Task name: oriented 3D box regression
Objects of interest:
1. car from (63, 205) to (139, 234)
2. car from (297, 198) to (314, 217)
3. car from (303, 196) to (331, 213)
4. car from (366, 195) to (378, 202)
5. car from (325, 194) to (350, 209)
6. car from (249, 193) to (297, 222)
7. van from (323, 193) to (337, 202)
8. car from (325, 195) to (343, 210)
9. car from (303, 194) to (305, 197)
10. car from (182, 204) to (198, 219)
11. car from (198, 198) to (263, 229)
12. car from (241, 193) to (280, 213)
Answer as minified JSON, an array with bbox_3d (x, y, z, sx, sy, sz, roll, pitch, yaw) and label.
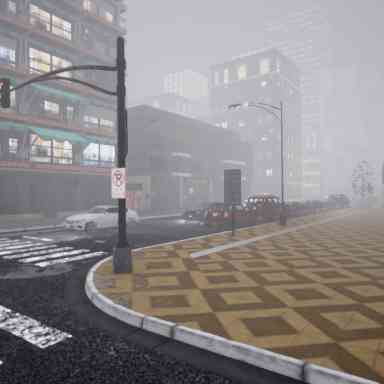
[{"bbox_3d":[-5.166,1.518,19.524,1.812,1.442,4.674,-1,-1,38],"label":"car"},{"bbox_3d":[9.113,1.471,29.747,1.802,1.307,4.206,-1,0,36],"label":"car"},{"bbox_3d":[12.425,1.422,34.254,1.887,1.381,4.507,-1,0,36],"label":"car"},{"bbox_3d":[35.612,1.334,65.800,1.887,1.381,4.507,-1,0,36],"label":"car"},{"bbox_3d":[19.048,1.168,43.268,2.192,1.841,5.009,-1,0,36],"label":"car"},{"bbox_3d":[5.798,1.216,25.241,2.192,1.841,5.009,-1,0,36],"label":"car"},{"bbox_3d":[29.262,1.230,70.467,1.690,1.788,3.998,-1,0,36],"label":"van"},{"bbox_3d":[15.738,1.416,38.760,2.008,1.369,4.403,-1,0,36],"label":"car"},{"bbox_3d":[22.538,1.440,61.317,1.752,1.417,4.829,-1,0,36],"label":"car"},{"bbox_3d":[1.445,1.516,28.456,2.033,1.411,5.357,-1,0,36],"label":"car"},{"bbox_3d":[2.487,1.353,20.734,1.967,1.590,4.097,-1,0,36],"label":"car"},{"bbox_3d":[7.692,1.168,36.951,2.150,2.045,5.566,-1,0,36],"label":"car"}]
